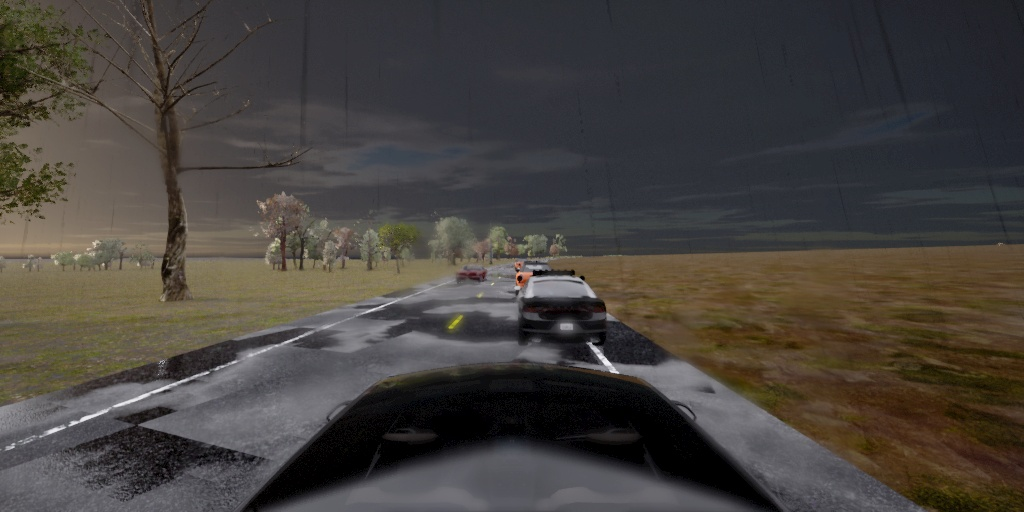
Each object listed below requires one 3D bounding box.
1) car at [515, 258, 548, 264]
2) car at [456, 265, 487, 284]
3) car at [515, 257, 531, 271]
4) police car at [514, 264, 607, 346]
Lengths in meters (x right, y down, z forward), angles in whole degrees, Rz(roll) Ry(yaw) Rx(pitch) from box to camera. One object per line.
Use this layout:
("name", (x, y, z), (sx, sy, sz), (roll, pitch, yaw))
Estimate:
("car", (1.254, 1.102, 19.397), (2.097, 1.767, 4.553), (0, 0, 1))
("car", (-3.046, 1.351, 27.525), (1.895, 1.301, 4.718), (0, 0, 2))
("car", (1.559, 1.093, 50.712), (2.097, 1.767, 4.553), (0, 0, 4))
("police car", (1.093, 1.175, 9.572), (1.930, 1.638, 5.238), (0, 0, 1))
